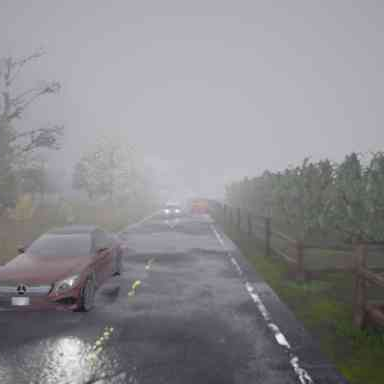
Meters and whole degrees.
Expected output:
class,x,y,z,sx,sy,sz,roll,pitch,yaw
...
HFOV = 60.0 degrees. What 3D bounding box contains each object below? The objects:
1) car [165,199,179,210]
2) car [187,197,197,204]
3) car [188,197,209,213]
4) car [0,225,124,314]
class,x,y,z,sx,sy,sz,roll,pitch,yaw
car,-2.809,1.755,47.911,1.812,1.442,4.674,0,0,0
car,0.032,1.698,69.320,1.994,1.385,4.181,0,0,0
car,0.918,1.550,39.891,2.097,1.767,4.553,0,0,1
car,-2.848,1.570,7.855,1.812,1.442,4.674,0,0,0
